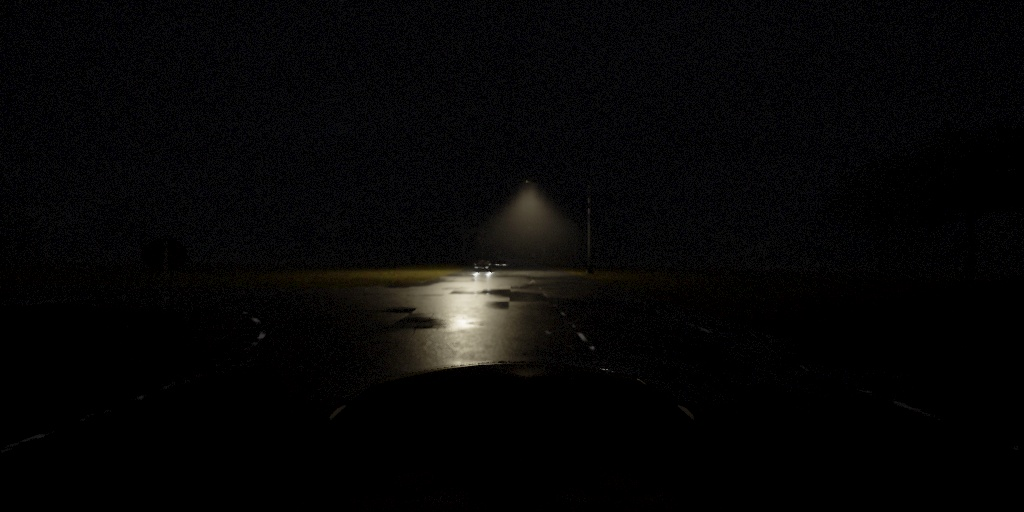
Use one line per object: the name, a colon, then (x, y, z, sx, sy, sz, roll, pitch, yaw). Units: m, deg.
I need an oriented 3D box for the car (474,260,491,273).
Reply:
car: (-3.568, 1.260, 44.298, 1.837, 1.490, 4.892, 0, 0, 0)
